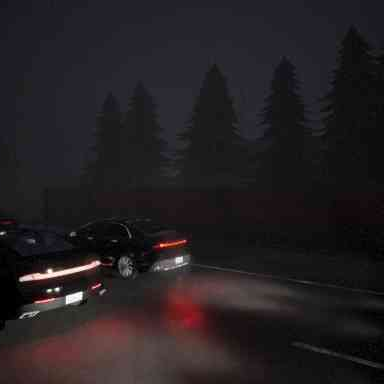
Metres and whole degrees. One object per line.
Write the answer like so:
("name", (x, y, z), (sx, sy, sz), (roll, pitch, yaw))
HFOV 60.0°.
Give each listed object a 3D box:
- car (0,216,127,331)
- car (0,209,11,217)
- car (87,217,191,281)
("car", (-3.866, 1.492, 6.777), (4.902, 1.511, 2.128), (0, 0, 36))
("car", (-9.937, 1.505, 15.451), (4.892, 1.490, 1.837), (0, 0, 36))
("car", (-2.298, 1.505, 9.962), (4.892, 1.490, 1.837), (0, 0, 36))
